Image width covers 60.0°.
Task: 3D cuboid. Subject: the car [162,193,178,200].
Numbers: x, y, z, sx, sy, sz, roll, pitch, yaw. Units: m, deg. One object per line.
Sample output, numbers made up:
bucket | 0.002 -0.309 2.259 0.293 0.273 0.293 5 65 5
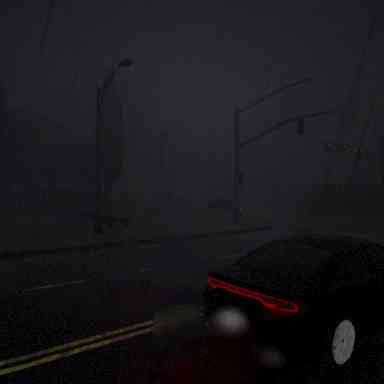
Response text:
car | -5.699 1.179 86.829 3.866 1.878 1.905 0 0 -37

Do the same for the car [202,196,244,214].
car | 3.617 1.503 36.319 2.128 1.511 4.902 0 0 -35

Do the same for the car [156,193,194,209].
car | -2.499 1.233 45.039 2.150 2.045 5.566 0 0 -35

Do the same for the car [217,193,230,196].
car | 7.726 1.418 68.749 3.806 1.475 1.970 0 0 -37

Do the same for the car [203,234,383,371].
car | 2.473 1.480 5.785 5.008 1.535 1.882 0 0 -37

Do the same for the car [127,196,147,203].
car | -11.716 1.556 70.532 2.033 1.411 5.357 0 0 -35

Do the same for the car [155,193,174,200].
car | -7.378 1.176 89.187 4.605 1.855 1.932 0 0 -37

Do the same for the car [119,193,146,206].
car | -10.495 1.236 56.484 2.150 2.045 5.566 0 0 -36

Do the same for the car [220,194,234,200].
car | 9.947 1.426 95.051 3.806 1.475 1.970 0 0 -37

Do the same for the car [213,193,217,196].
car | 6.011 1.178 71.082 3.866 1.878 1.905 0 0 -37
